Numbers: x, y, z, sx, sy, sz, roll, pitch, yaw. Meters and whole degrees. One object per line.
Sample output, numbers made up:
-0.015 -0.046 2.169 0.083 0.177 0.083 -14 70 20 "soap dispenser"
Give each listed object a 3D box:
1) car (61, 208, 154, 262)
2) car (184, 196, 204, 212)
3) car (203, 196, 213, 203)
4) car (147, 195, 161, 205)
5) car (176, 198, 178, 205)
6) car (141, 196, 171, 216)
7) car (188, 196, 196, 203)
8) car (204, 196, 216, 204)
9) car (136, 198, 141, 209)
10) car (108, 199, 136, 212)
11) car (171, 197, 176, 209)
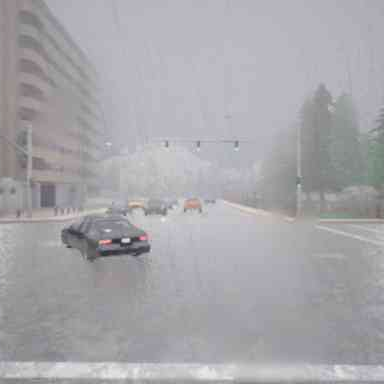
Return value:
-3.385 1.542 12.292 2.033 1.411 5.357 0 0 -33 "car"
0.110 1.462 41.593 2.097 1.767 4.553 0 0 0 "car"
3.517 1.606 74.063 1.994 1.385 4.181 0 0 0 "car"
-6.999 1.513 61.269 2.097 1.767 4.553 0 0 0 "car"
-3.521 1.649 60.362 2.128 1.511 4.902 0 0 1 "car"
-3.583 1.442 33.942 2.097 1.767 4.553 0 0 0 "car"
0.016 1.672 73.419 1.882 1.535 5.008 0 0 0 "car"
3.515 1.525 65.638 2.097 1.767 4.553 0 0 0 "car"
-7.074 1.594 44.078 1.882 1.535 5.008 0 0 0 "car"
-7.085 1.613 32.860 1.812 1.442 4.674 0 0 0 "car"
-3.573 1.644 44.630 1.812 1.442 4.674 0 0 0 "car"
